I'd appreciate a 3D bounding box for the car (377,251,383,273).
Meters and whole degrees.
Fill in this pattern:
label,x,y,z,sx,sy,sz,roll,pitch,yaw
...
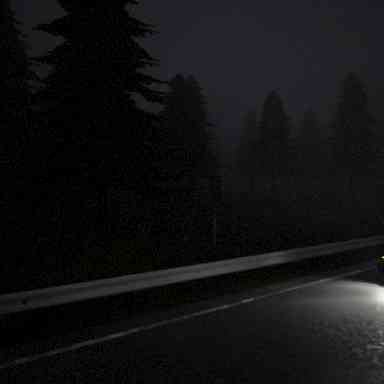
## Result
label,x,y,z,sx,sy,sz,roll,pitch,yaw
car,7.161,1.486,8.885,5.357,1.411,2.033,0,0,-34
